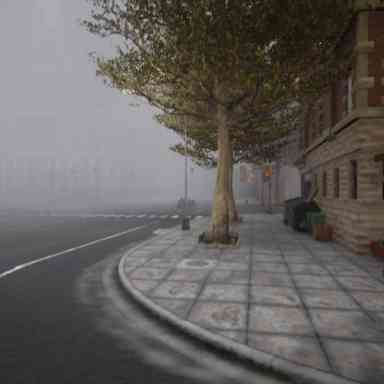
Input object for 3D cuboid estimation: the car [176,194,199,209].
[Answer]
[{"bbox_3d":[-0.696,1.384,43.656,1.812,1.442,4.674,0,0,10],"label":"car"}]
